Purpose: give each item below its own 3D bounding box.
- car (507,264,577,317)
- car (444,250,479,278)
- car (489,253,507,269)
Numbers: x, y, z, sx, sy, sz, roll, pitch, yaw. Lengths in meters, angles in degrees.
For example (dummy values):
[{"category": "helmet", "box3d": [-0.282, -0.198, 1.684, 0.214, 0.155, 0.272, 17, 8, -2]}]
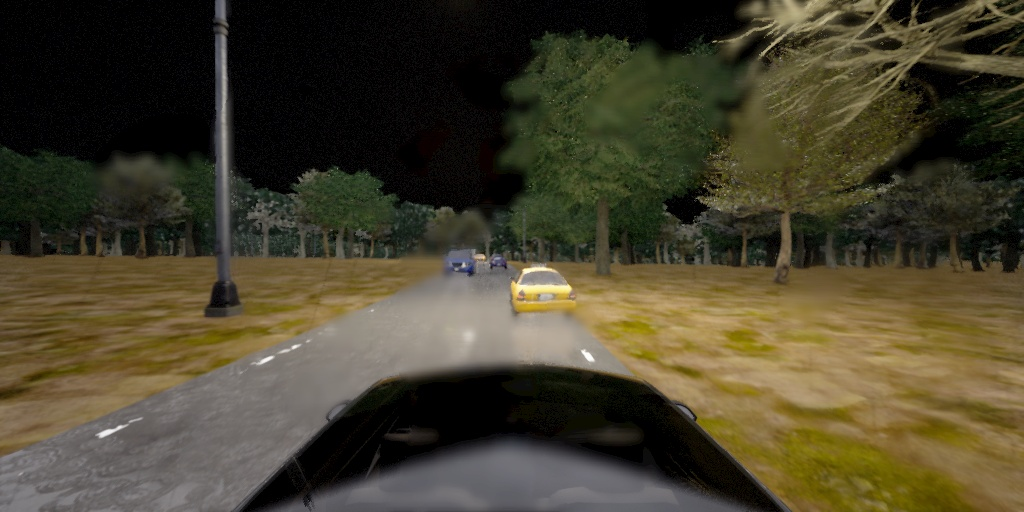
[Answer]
[{"category": "car", "box3d": [0.872, 1.032, 12.161, 1.801, 1.575, 5.366, 0, 1, -2]}, {"category": "car", "box3d": [-4.039, 0.556, 28.485, 2.150, 2.045, 5.566, 0, 1, -3]}, {"category": "car", "box3d": [-1.499, 0.713, 40.665, 1.812, 1.442, 4.674, 0, 1, -3]}]
